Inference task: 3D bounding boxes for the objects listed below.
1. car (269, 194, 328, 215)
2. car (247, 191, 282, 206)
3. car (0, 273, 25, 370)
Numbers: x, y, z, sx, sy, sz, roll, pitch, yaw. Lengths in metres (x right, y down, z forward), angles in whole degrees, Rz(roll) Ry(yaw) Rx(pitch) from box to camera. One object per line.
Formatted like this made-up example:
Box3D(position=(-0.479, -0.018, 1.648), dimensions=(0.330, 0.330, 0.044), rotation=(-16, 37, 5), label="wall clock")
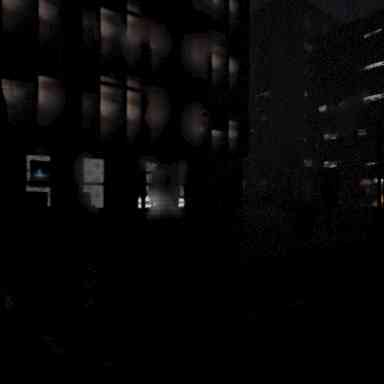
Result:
Box3D(position=(8.943, 1.113, 27.165), dimensions=(1.887, 1.381, 4.507), rotation=(1, 0, -36), label="car")
Box3D(position=(9.077, 0.734, 41.248), dimensions=(2.192, 1.841, 5.009), rotation=(1, 0, -36), label="car")
Box3D(position=(-4.181, 1.449, 3.565), dimensions=(4.097, 1.590, 1.967), rotation=(0, 1, -36), label="car")
